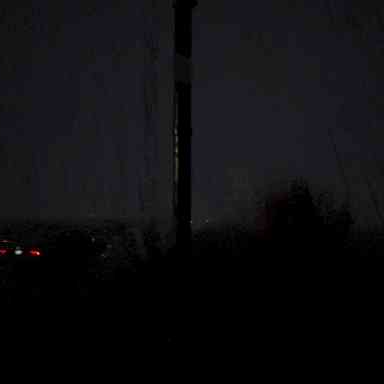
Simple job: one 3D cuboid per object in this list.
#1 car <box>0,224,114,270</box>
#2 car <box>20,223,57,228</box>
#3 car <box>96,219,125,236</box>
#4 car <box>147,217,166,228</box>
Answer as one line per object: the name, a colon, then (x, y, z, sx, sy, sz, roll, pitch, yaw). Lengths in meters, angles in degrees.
car: (-5.506, 2.287, 13.957, 2.033, 1.411, 5.357, -1, -4, 12)
car: (-8.403, 2.476, 18.003, 1.837, 1.490, 4.892, 0, -3, 6)
car: (-7.241, 3.085, 28.359, 1.882, 1.535, 5.008, 0, -3, 6)
car: (-5.014, 4.345, 47.693, 2.033, 1.411, 5.357, 0, -4, 7)
